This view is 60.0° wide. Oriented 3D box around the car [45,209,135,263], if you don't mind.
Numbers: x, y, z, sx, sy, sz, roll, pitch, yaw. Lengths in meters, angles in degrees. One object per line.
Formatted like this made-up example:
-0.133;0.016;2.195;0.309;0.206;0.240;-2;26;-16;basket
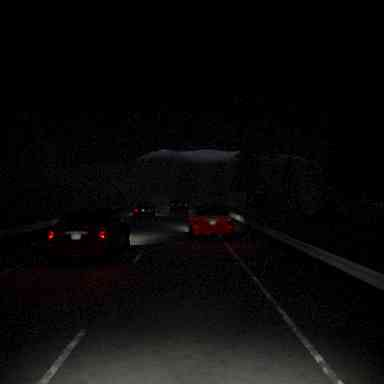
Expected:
-3.609;1.410;12.323;2.097;1.767;4.553;0;0;-1;car

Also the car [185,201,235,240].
0.892;1.430;17.489;2.097;1.767;4.553;0;0;-2;car

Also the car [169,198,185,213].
-1.583;1.531;39.494;2.097;1.767;4.553;0;0;-4;car

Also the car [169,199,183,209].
-2.454;1.775;50.268;2.033;1.411;5.357;0;0;-4;car

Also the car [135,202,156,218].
-4.494;1.694;31.891;2.033;1.411;5.357;0;0;-4;car
